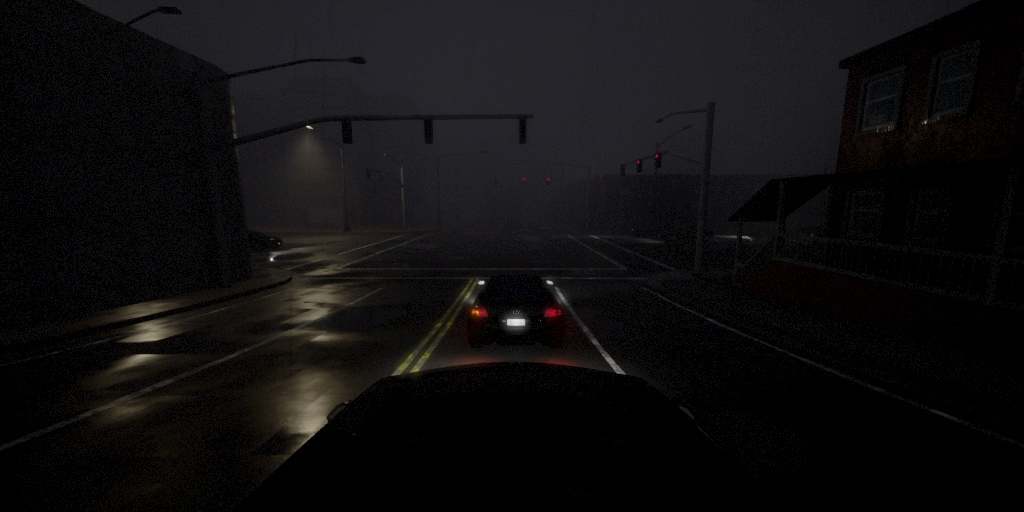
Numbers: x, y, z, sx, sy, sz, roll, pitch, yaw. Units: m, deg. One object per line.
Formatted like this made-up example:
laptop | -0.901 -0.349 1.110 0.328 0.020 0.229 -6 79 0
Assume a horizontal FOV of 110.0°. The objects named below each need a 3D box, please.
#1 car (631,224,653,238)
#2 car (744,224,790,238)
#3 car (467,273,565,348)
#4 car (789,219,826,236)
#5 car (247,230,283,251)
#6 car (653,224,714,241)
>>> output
car | 14.958 -2.644 37.395 4.718 1.301 1.895 0 8 1
car | 26.654 -2.676 37.304 4.181 1.385 1.994 0 8 0
car | 0.093 1.090 8.707 1.994 1.385 4.181 0 3 0
car | 30.029 -2.499 33.765 5.566 2.045 2.150 0 8 0
car | -19.961 -1.191 26.991 4.892 1.490 1.837 0 8 1
car | 16.399 -2.226 33.895 4.892 1.490 1.837 0 8 0
